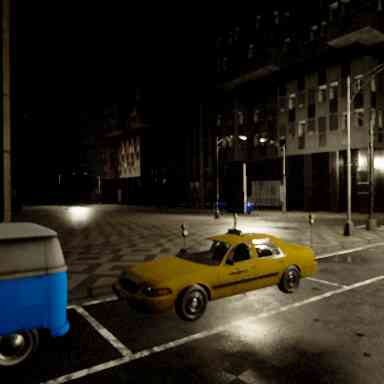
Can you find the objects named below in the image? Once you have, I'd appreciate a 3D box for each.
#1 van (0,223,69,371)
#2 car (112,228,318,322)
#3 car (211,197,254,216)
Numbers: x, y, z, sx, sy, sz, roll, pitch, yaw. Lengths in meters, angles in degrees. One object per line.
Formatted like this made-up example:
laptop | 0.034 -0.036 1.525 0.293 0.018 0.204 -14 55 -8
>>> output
van | -3.608 1.345 4.059 3.998 1.788 1.690 0 0 -36
car | 0.739 1.509 7.186 4.829 1.417 1.752 0 0 -36
car | 4.488 1.580 37.561 2.150 2.045 5.566 -1 -1 -36
